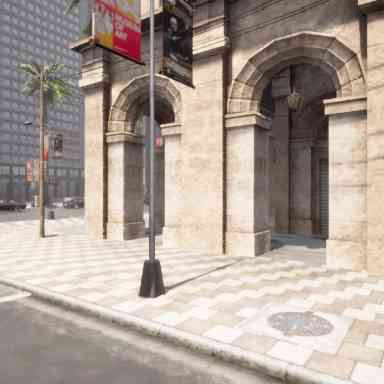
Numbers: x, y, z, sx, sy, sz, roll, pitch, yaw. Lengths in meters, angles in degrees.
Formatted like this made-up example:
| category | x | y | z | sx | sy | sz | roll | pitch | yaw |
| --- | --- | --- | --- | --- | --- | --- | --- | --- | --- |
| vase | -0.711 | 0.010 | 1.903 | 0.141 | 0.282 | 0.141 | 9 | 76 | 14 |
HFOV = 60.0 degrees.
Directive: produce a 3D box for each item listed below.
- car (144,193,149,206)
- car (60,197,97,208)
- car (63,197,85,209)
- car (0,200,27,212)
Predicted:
| category | x | y | z | sx | sy | sz | roll | pitch | yaw |
| --- | --- | --- | --- | --- | --- | --- | --- | --- | --- |
| car | -7.032 | 1.219 | 56.690 | 2.150 | 2.045 | 5.566 | 0 | 0 | 35 |
| car | -16.554 | 1.513 | 48.755 | 2.161 | 1.482 | 4.786 | 0 | 0 | 35 |
| car | -15.103 | 1.505 | 45.472 | 1.837 | 1.490 | 4.892 | 0 | 0 | 36 |
| car | -21.159 | 1.601 | 37.037 | 1.895 | 1.301 | 4.718 | 0 | 0 | 36 |
